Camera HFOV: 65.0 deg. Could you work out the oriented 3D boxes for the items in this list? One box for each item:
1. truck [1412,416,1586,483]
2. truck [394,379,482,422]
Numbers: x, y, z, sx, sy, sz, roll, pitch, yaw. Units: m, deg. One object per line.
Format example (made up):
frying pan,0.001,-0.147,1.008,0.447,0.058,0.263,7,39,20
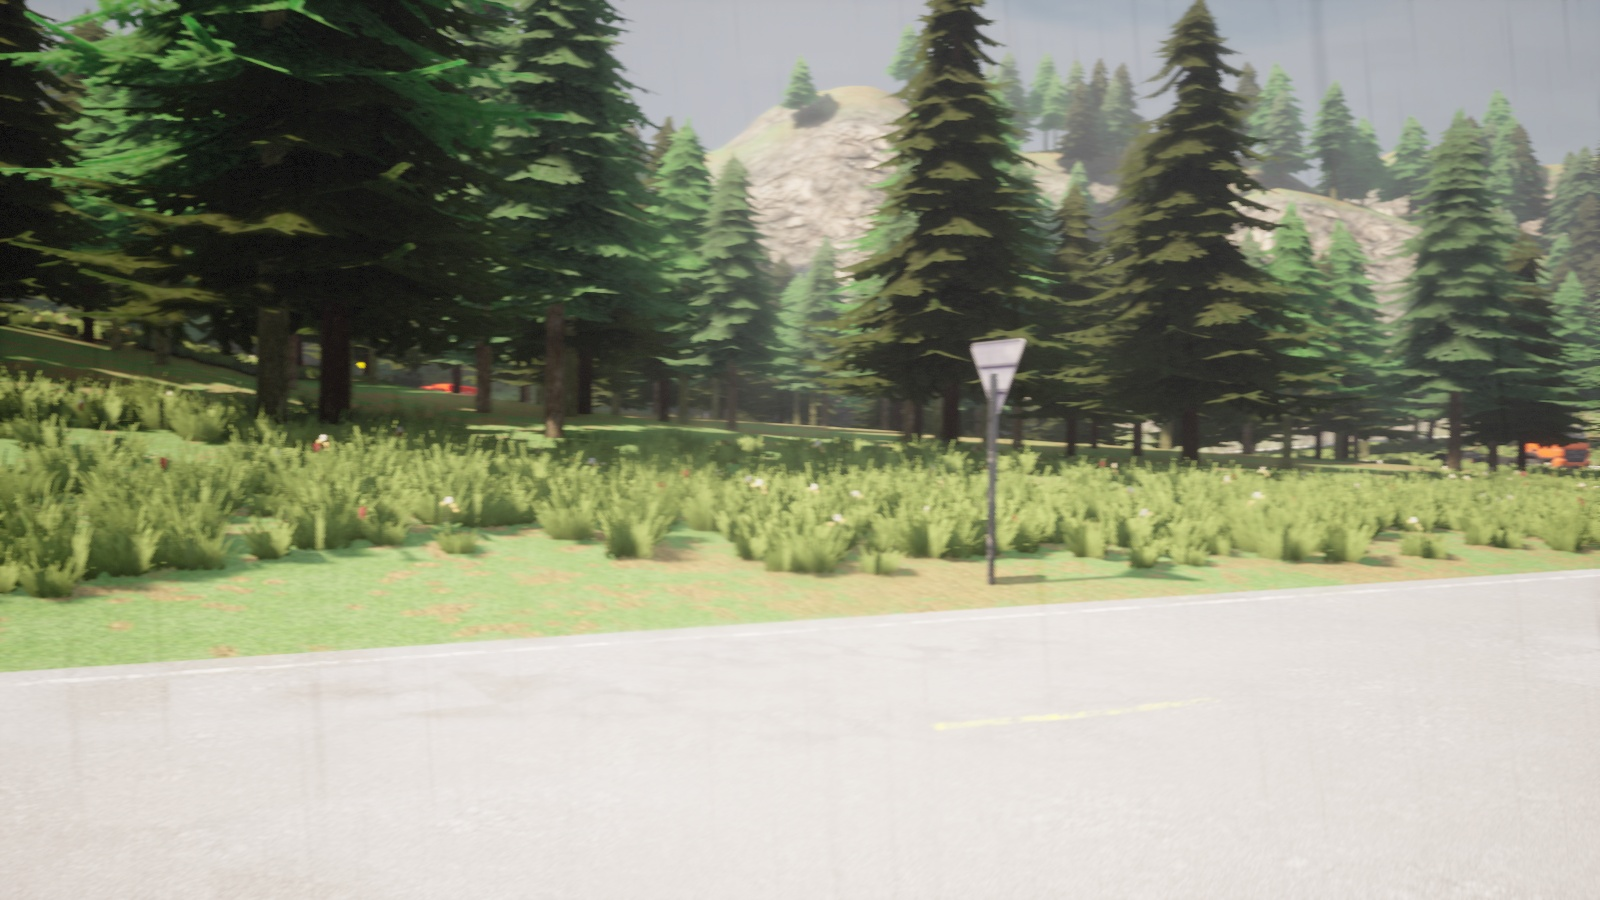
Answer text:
truck,38.070,-0.075,68.729,2.891,3.462,7.936,1,1,-28
truck,-25.667,-3.449,89.161,2.627,2.467,5.204,1,-4,41
